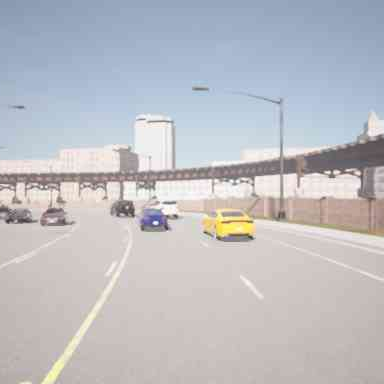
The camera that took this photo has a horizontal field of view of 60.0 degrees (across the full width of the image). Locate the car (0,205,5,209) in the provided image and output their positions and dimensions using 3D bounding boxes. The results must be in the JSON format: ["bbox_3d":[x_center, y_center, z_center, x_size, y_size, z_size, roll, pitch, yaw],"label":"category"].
[{"bbox_3d":[-34.727,3.175,61.198,4.181,1.385,1.994,-2,-1,33],"label":"car"}]

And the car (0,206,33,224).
[{"bbox_3d":[-16.183,2.211,31.395,2.033,1.411,5.357,0,-1,-20],"label":"car"}]

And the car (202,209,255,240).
[{"bbox_3d":[1.820,1.660,18.118,1.882,1.535,5.008,0,-1,-10],"label":"car"}]

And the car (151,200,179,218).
[{"bbox_3d":[-3.163,1.867,36.996,2.150,2.045,5.566,0,-1,-20],"label":"car"}]

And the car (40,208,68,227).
[{"bbox_3d":[-11.406,2.051,27.787,1.812,1.442,4.674,0,-1,-17],"label":"car"}]

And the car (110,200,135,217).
[{"bbox_3d":[-8.653,2.022,41.195,2.150,2.045,5.566,0,-1,-24],"label":"car"}]

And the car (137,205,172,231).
[{"bbox_3d":[-2.826,1.867,23.481,1.812,1.442,4.674,0,-1,-13],"label":"car"}]
